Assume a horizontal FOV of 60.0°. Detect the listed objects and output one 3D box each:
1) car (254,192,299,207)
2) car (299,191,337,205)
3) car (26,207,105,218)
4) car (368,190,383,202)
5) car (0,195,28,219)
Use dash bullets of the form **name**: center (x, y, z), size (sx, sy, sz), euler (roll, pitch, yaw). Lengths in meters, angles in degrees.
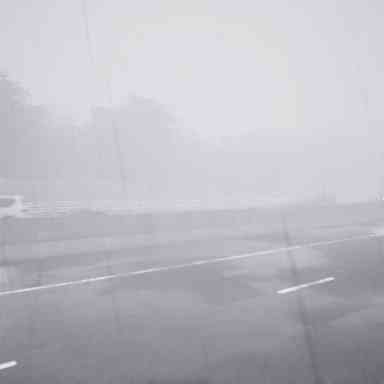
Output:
- **car**: center (9.845, 1.002, 39.657), size (5.566, 2.045, 2.150), euler (-1, 0, -37)
- **car**: center (14.991, 0.947, 39.722), size (5.566, 2.045, 2.150), euler (-1, 1, -34)
- **car**: center (-5.883, 1.544, 16.958), size (4.181, 1.385, 1.994), euler (0, 0, -35)
- **car**: center (24.670, 0.806, 42.131), size (5.566, 2.045, 2.150), euler (-1, 1, -34)
- **car**: center (-11.478, 1.206, 17.290), size (5.566, 2.045, 2.150), euler (0, 0, -35)
